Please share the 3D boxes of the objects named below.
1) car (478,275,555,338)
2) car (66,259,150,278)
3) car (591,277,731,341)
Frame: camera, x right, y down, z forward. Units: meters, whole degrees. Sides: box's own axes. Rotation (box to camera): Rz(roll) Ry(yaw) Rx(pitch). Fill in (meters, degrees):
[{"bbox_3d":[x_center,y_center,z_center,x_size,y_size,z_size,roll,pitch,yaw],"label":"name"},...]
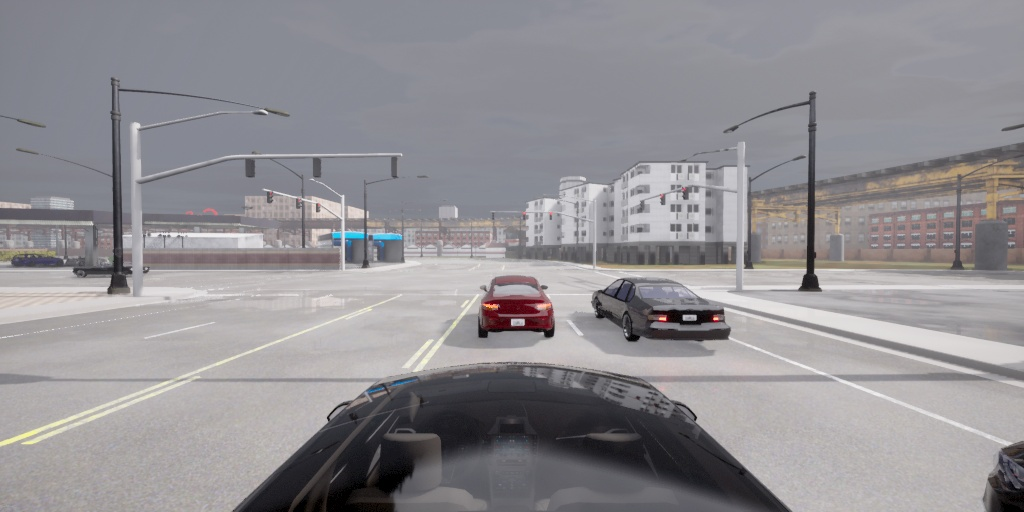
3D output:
[{"bbox_3d":[0.067,1.256,10.026,1.812,1.442,4.674,0,0,-1],"label":"car"},{"bbox_3d":[-33.742,1.136,30.202,4.718,1.301,1.895,0,1,-1],"label":"car"},{"bbox_3d":[3.578,1.283,9.743,2.033,1.411,5.357,0,0,0],"label":"car"}]
